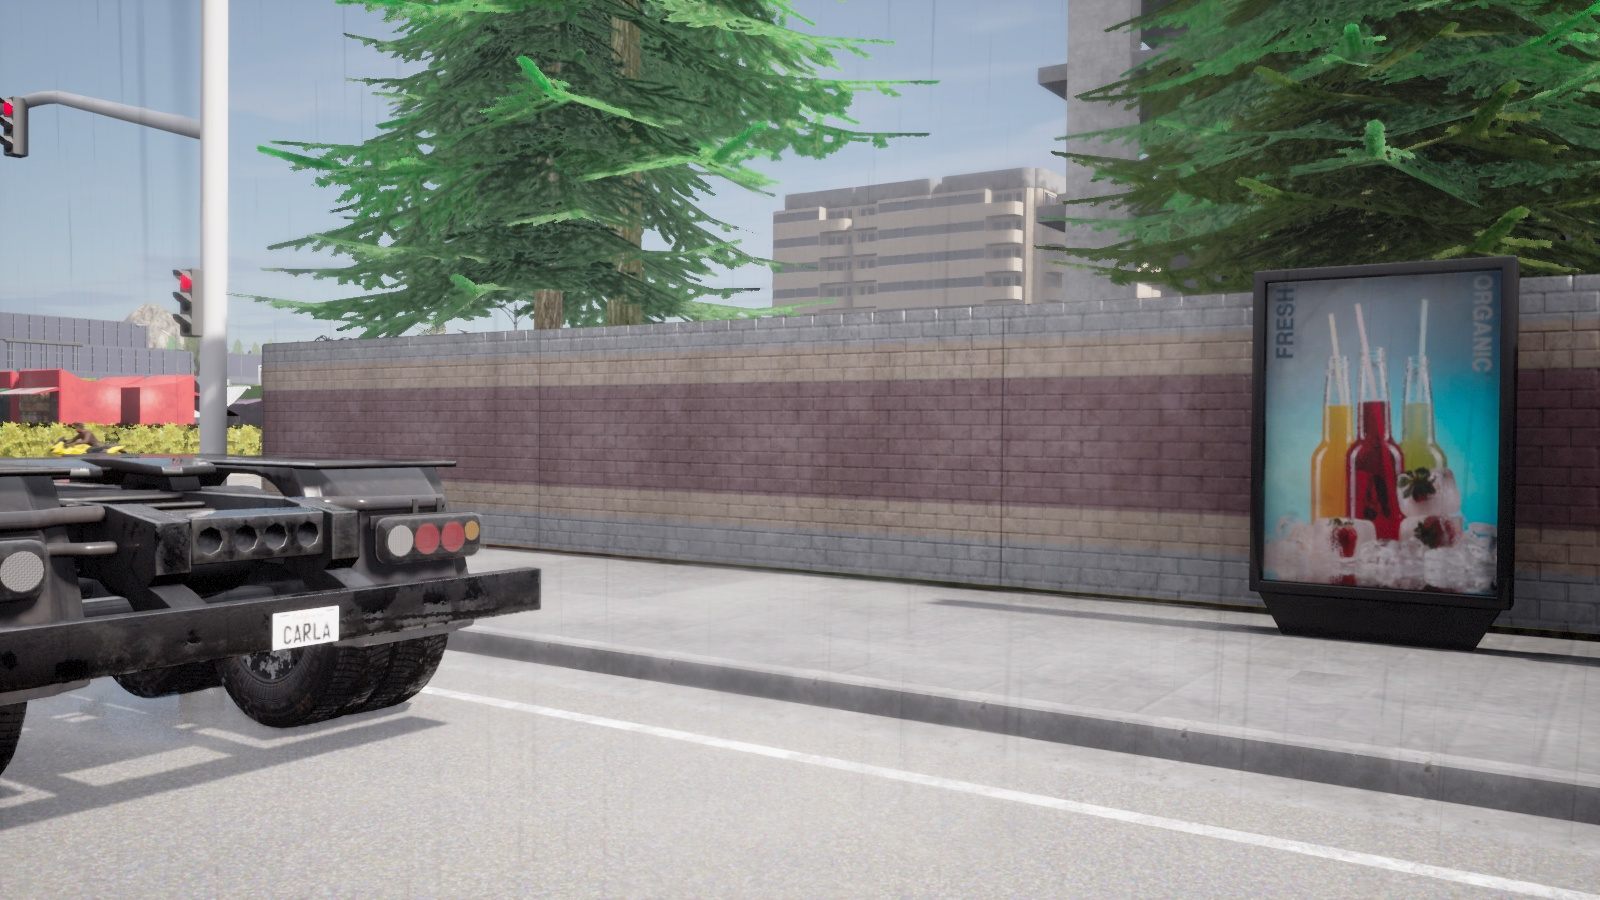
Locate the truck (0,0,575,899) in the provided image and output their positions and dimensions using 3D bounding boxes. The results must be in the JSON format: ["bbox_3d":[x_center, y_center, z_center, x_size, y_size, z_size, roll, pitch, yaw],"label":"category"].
[{"bbox_3d":[-5.216,-0.300,7.067,7.936,3.462,2.891,0,1,34],"label":"truck"}]

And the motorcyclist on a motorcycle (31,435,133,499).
[{"bbox_3d":[-17.863,0.393,31.275,0.797,1.523,2.044,0,1,33],"label":"motorcyclist on a motorcycle"}]
